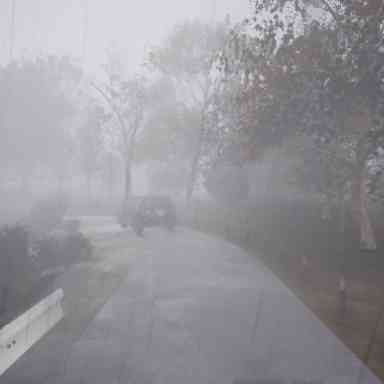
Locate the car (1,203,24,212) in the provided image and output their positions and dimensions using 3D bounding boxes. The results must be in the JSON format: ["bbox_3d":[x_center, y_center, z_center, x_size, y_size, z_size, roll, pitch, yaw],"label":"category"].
[{"bbox_3d":[-16.866,1.630,27.955,4.718,1.301,1.895,0,4,6],"label":"car"}]

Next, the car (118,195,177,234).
[{"bbox_3d":[-2.764,1.212,19.614,2.150,2.045,5.566,-2,1,-26],"label":"car"}]
